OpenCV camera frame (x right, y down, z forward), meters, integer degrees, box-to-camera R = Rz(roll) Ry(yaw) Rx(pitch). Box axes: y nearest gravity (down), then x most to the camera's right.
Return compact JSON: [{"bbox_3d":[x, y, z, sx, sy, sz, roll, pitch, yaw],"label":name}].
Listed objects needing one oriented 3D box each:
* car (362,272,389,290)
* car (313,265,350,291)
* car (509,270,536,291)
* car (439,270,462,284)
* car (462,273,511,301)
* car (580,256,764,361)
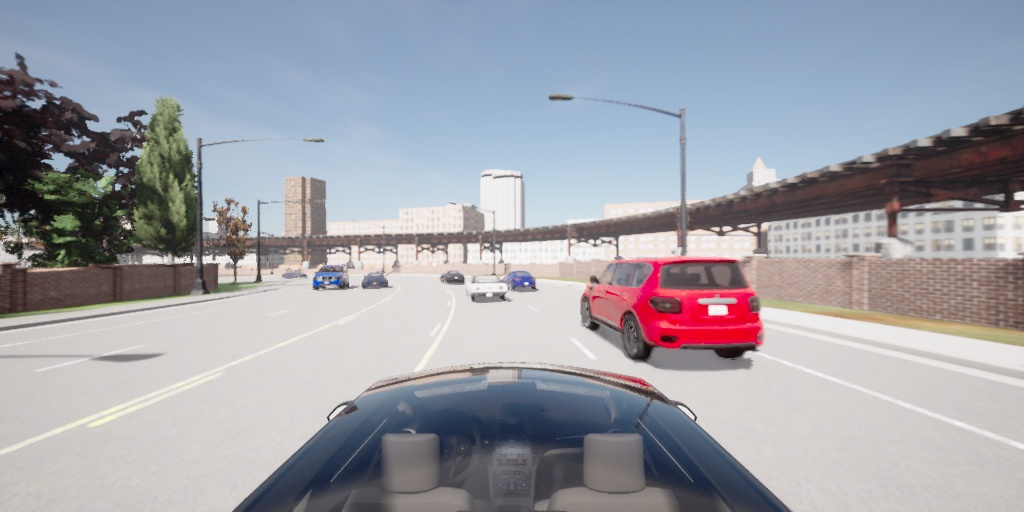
[{"bbox_3d":[-11.635,2.079,30.690,1.994,1.385,4.181,0,-1,-18],"label":"car"},{"bbox_3d":[-15.012,1.771,30.061,2.150,2.045,5.566,0,-2,-18],"label":"car"},{"bbox_3d":[0.484,1.793,27.006,1.812,1.442,4.674,0,-1,-13],"label":"car"},{"bbox_3d":[-6.198,2.145,37.062,1.994,1.385,4.181,0,-1,-22],"label":"car"},{"bbox_3d":[-1.569,1.742,20.336,1.895,1.301,4.718,0,-1,-11],"label":"car"},{"bbox_3d":[3.287,1.051,8.671,2.150,2.045,5.566,0,-1,-3],"label":"car"}]
